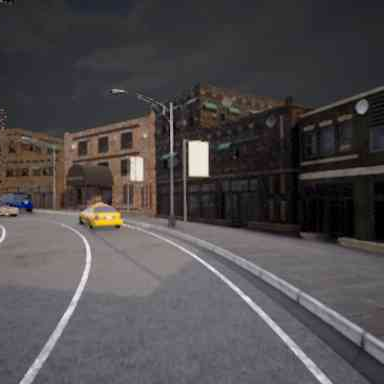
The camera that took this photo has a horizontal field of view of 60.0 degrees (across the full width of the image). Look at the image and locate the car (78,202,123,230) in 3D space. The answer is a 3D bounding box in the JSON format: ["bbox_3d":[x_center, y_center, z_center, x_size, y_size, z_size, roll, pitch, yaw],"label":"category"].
[{"bbox_3d":[-5.907,1.432,21.046,1.801,1.575,5.366,0,0,-29],"label":"car"}]

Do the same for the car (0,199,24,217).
[{"bbox_3d":[-16.938,1.546,29.138,4.718,1.301,1.895,0,0,42],"label":"car"}]

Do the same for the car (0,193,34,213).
[{"bbox_3d":[-19.206,1.177,35.658,5.566,2.045,2.150,0,-1,35],"label":"car"}]
